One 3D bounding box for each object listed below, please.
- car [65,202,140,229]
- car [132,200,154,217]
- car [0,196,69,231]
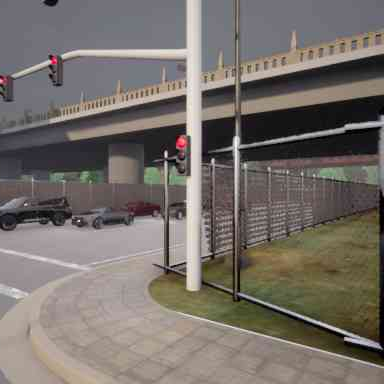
[{"bbox_3d":[-5.857,1.619,22.224,1.994,1.385,4.181,0,0,35],"label":"car"},{"bbox_3d":[-4.901,1.532,29.630,1.882,1.535,5.008,0,0,35],"label":"car"},{"bbox_3d":[-10.576,1.276,21.628,2.150,2.045,5.566,0,0,36],"label":"car"}]
